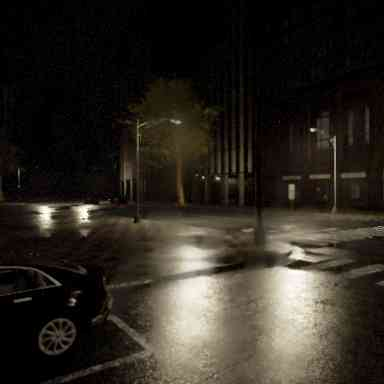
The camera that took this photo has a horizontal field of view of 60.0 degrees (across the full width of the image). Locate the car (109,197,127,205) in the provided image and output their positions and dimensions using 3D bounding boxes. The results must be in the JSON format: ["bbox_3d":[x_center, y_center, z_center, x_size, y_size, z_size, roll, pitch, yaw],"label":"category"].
[{"bbox_3d":[-13.663,1.673,61.456,1.837,1.490,4.892,0,0,-36],"label":"car"}]

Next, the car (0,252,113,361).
[{"bbox_3d":[-3.259,1.550,4.328,4.403,1.369,2.008,0,0,-35],"label":"car"}]

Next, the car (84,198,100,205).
[{"bbox_3d":[-19.263,1.759,63.690,1.994,1.385,4.181,0,0,-36],"label":"car"}]
